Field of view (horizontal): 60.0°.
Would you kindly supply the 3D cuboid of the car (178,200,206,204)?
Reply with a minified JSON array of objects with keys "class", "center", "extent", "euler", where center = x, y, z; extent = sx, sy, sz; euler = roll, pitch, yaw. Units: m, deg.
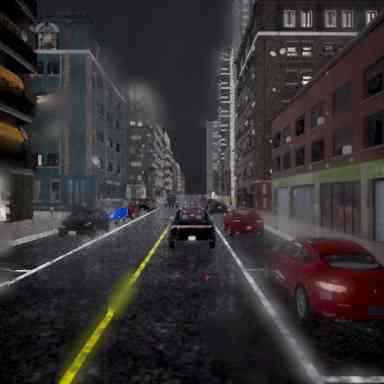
[{"class":"car","center":[0.000,1.625,29.681],"extent":[1.895,1.301,4.718],"euler":[0,0,0]}]

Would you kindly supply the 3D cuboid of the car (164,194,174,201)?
[{"class":"car","center":[-5.682,1.369,83.521],"extent":[2.192,1.841,5.009],"euler":[0,0,0]}]

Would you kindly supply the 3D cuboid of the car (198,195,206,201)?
[{"class":"car","center":[2.698,1.500,89.048],"extent":[1.967,1.590,4.097],"euler":[0,0,0]}]

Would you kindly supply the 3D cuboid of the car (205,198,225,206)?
[{"class":"car","center":[2.698,1.576,34.539],"extent":[1.947,1.339,4.313],"euler":[0,0,0]}]

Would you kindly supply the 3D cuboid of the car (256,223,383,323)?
[{"class":"car","center":[2.698,1.580,6.922],"extent":[1.802,1.307,4.206],"euler":[0,0,0]}]

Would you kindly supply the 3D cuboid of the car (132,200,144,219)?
[{"class":"car","center":[-5.683,1.552,29.028],"extent":[1.887,1.381,4.507],"euler":[0,0,0]}]

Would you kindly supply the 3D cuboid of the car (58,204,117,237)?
[{"class":"car","center":[-5.683,1.568,17.981],"extent":[1.947,1.339,4.313],"euler":[0,0,0]}]

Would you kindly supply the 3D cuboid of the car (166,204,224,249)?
[{"class":"car","center":[0.000,1.497,14.650],"extent":[2.128,1.511,4.902],"euler":[0,0,0]}]

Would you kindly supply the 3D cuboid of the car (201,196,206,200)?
[{"class":"car","center":[2.698,1.582,45.586],"extent":[1.947,1.339,4.313],"euler":[0,0,0]}]

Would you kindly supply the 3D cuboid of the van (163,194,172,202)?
[{"class":"van","center":[-5.682,1.388,77.993],"extent":[1.690,1.788,3.998],"euler":[0,0,0]}]

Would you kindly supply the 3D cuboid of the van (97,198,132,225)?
[{"class":"van","center":[-5.681,1.345,23.505],"extent":[1.690,1.788,3.998],"euler":[0,0,0]}]

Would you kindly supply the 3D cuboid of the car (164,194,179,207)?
[{"class":"car","center":[-3.000,1.425,50.682],"extent":[2.097,1.767,4.553],"euler":[0,0,0]}]

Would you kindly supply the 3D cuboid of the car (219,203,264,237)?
[{"class":"car","center":[2.698,1.547,17.969],"extent":[1.887,1.381,4.507],"euler":[0,0,0]}]

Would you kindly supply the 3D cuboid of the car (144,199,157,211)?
[{"class":"car","center":[-5.683,1.579,40.075],"extent":[1.947,1.339,4.313],"euler":[0,0,0]}]

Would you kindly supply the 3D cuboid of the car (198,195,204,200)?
[{"class":"car","center":[2.697,1.629,77.992],"extent":[1.802,1.307,4.206],"euler":[0,0,0]}]
